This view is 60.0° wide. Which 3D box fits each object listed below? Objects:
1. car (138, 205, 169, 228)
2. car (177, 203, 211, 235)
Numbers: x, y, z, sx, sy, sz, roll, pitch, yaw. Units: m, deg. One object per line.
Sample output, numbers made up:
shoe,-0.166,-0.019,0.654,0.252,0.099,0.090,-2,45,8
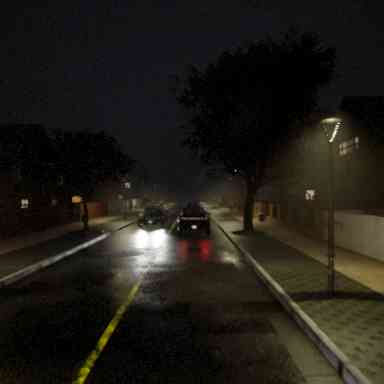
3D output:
car,-2.722,1.709,24.130,2.128,1.511,4.902,0,-1,0
car,0.125,1.673,20.225,2.128,1.511,4.902,0,0,0
